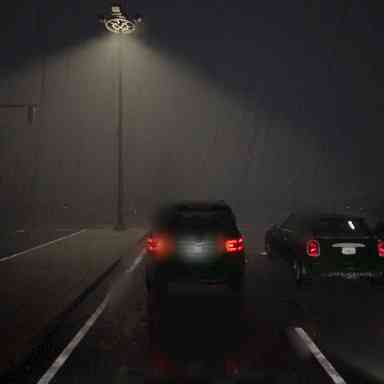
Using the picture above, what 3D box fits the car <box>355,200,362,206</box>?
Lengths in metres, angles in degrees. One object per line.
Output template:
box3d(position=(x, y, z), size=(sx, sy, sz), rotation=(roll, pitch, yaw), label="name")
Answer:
box3d(position=(17.347, 1.601, 29.127), size=(4.718, 1.301, 1.895), rotation=(0, 0, 1), label="car")

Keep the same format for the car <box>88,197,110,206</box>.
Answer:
box3d(position=(-15.135, 1.564, 53.287), size=(1.994, 1.385, 4.181), rotation=(0, 0, 0), label="car")

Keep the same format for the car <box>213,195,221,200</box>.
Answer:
box3d(position=(7.164, 1.552, 95.117), size=(1.994, 1.385, 4.181), rotation=(0, 0, 1), label="car")

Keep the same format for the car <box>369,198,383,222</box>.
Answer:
box3d(position=(16.466, 1.351, 25.591), size=(4.553, 1.767, 2.097), rotation=(0, 0, 0), label="car")

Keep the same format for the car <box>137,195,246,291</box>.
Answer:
box3d(position=(0.072, 1.221, 9.116), size=(2.150, 2.045, 5.566), rotation=(0, 0, 0), label="car")

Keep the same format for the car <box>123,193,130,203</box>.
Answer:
box3d(position=(-15.062, 1.225, 71.936), size=(2.150, 2.045, 5.566), rotation=(0, 0, 0), label="car")

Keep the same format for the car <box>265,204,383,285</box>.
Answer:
box3d(position=(3.571, 1.352, 9.684), size=(2.097, 1.767, 4.553), rotation=(0, 0, 0), label="car")

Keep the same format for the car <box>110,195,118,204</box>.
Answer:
box3d(position=(-15.108, 1.601, 62.040), size=(1.895, 1.301, 4.718), rotation=(0, 0, 0), label="car")

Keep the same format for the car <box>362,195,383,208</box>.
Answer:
box3d(position=(7.070, 1.221, 8.809), size=(2.150, 2.045, 5.566), rotation=(0, 0, 0), label="car")

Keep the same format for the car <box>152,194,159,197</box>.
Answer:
box3d(position=(-8.108, 1.547, 62.977), size=(2.033, 1.411, 5.357), rotation=(0, 0, 1), label="car")

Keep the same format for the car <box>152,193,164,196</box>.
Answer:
box3d(position=(-8.063, 1.225, 73.498), size=(2.150, 2.045, 5.566), rotation=(0, 0, 0), label="car")

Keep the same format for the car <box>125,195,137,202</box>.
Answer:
box3d(position=(-15.061, 1.525, 82.036), size=(2.128, 1.511, 4.902), rotation=(0, 0, 0), label="car")

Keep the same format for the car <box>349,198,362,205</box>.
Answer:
box3d(position=(18.851, 1.548, 32.609), size=(5.357, 1.411, 2.033), rotation=(0, 0, 1), label="car")

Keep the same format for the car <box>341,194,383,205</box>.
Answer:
box3d(position=(19.080, 1.225, 36.106), size=(5.566, 2.045, 2.150), rotation=(0, 0, 1), label="car")

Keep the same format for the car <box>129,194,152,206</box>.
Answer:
box3d(position=(-8.138, 1.491, 53.230), size=(2.128, 1.511, 4.902), rotation=(0, 0, 0), label="car")
